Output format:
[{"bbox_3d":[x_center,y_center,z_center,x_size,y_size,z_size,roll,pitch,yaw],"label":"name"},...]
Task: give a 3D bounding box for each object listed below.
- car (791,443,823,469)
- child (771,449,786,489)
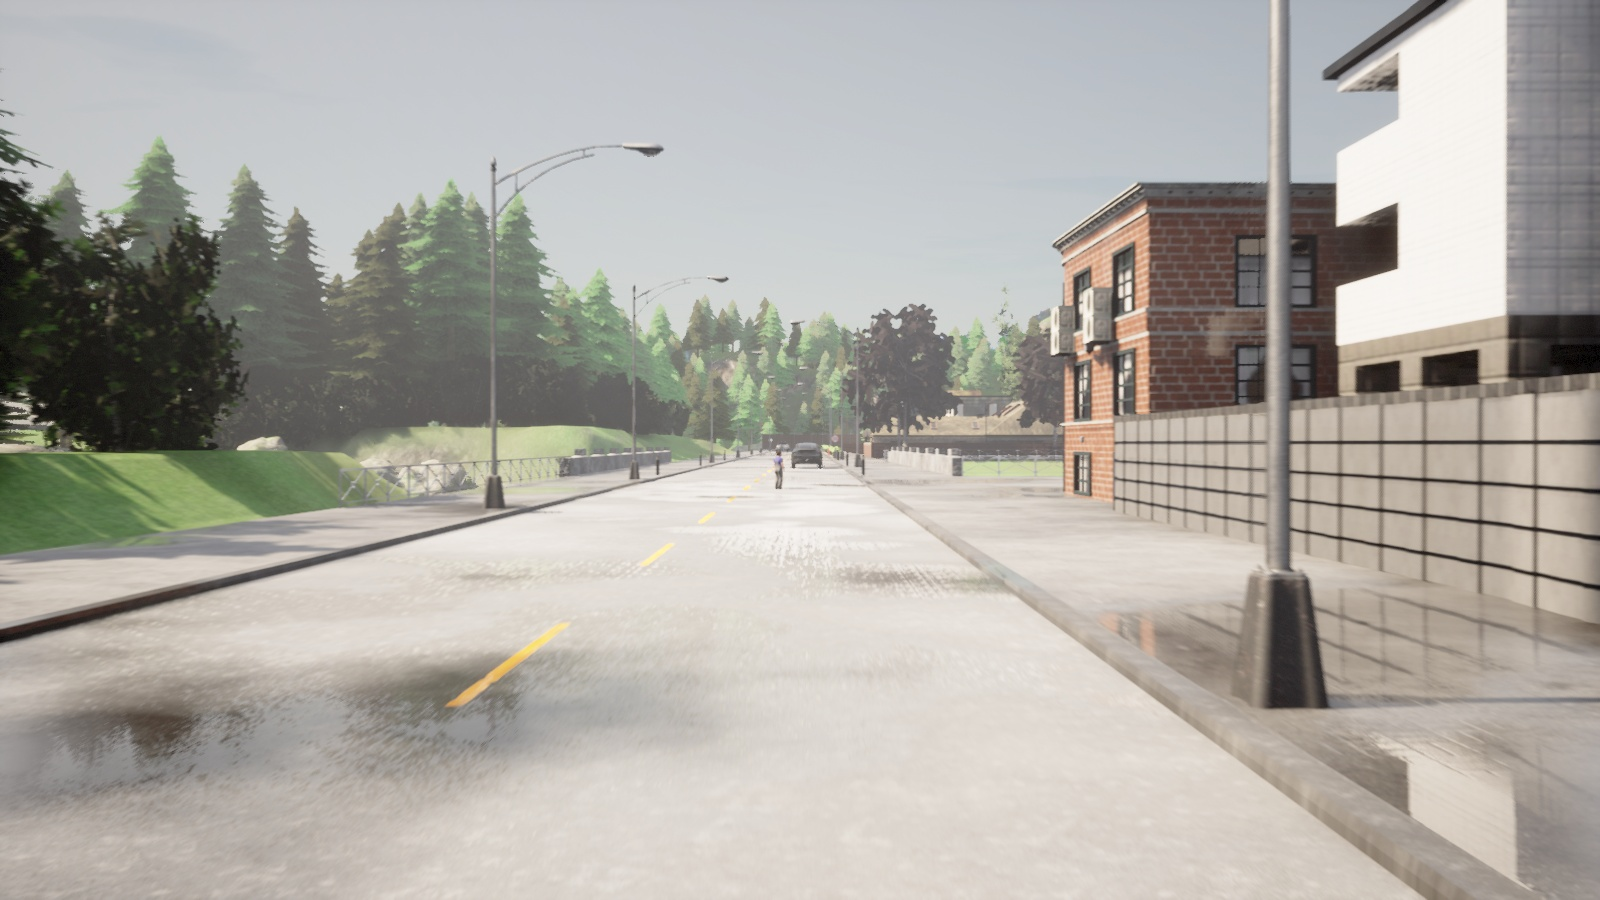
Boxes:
[{"bbox_3d":[0.427,0.329,75.360,1.837,1.490,4.892,0,0,0],"label":"car"},{"bbox_3d":[-0.691,0.601,40.124,0.270,1.263,0.437,0,0,41],"label":"child"}]
